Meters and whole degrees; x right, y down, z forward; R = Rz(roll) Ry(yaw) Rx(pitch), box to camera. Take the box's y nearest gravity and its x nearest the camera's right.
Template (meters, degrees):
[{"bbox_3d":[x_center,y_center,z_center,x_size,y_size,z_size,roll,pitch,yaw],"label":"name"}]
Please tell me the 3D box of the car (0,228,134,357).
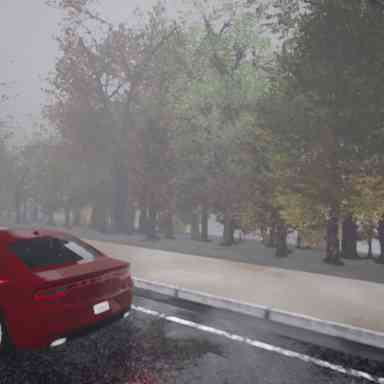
[{"bbox_3d":[-3.255,1.400,5.979,5.008,1.535,1.882,1,0,35],"label":"car"}]
